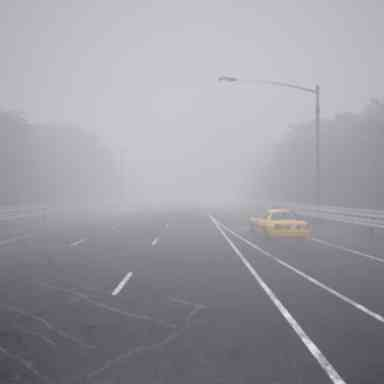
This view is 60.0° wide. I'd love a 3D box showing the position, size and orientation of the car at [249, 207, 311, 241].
[{"bbox_3d":[4.270,1.537,17.111,1.801,1.575,5.366,0,0,-4],"label":"car"}]
